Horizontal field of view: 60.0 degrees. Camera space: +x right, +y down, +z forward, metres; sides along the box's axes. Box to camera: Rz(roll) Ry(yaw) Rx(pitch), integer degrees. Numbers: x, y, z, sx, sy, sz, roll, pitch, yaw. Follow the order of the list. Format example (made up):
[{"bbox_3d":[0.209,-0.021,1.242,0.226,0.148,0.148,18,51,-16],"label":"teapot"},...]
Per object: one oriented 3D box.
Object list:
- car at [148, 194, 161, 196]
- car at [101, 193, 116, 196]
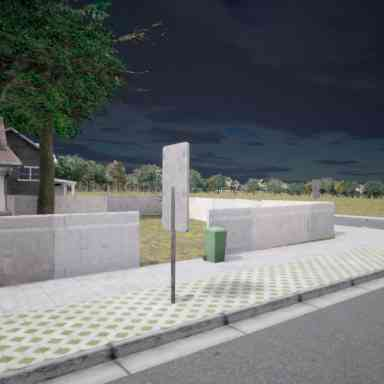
[{"bbox_3d":[-5.358,1.036,46.807,2.033,1.411,5.357,1,0,-36],"label":"car"},{"bbox_3d":[-15.109,0.828,60.288,1.994,1.385,4.181,1,0,-35],"label":"car"}]
